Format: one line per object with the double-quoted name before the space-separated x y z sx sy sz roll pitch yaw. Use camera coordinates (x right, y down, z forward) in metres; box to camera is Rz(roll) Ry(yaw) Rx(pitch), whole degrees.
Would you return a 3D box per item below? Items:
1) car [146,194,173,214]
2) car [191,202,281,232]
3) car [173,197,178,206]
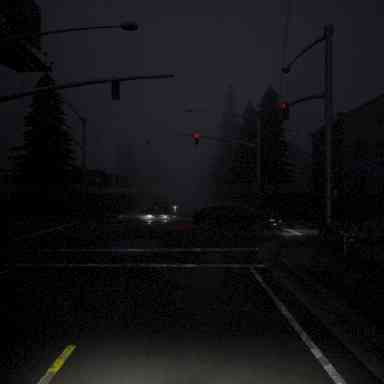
"car" -3.619 1.222 36.192 2.150 2.045 5.566 0 0 0
"car" 2.370 1.342 18.415 4.892 1.490 1.837 -1 3 23
"car" -3.535 1.525 56.794 1.812 1.442 4.674 0 0 0
